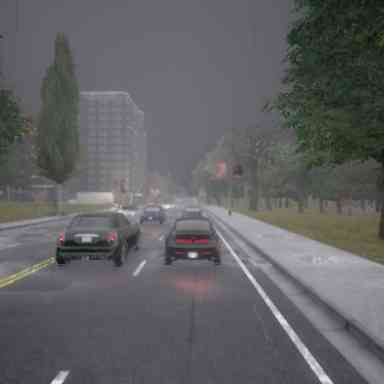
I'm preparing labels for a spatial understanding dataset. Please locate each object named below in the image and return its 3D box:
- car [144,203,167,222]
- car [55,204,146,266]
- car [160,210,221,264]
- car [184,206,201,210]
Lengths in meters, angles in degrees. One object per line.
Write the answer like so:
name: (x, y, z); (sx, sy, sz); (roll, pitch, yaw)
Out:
car: (-3.203, 1.899, 28.119); (1.812, 1.442, 4.674); (0, -1, 1)
car: (-3.207, 1.502, 12.309); (2.097, 1.767, 4.553); (0, -1, 0)
car: (0.043, 1.657, 12.379); (1.837, 1.490, 4.892); (0, 0, 0)
car: (0.047, 1.899, 28.102); (1.812, 1.442, 4.674); (0, -1, 1)
